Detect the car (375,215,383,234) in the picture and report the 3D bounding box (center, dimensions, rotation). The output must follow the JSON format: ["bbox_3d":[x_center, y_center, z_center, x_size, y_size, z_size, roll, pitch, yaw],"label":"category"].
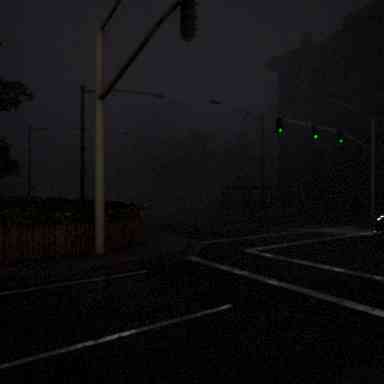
[{"bbox_3d":[11.353,1.313,15.906,2.097,1.767,4.553,0,0,-35],"label":"car"}]

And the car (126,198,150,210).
[{"bbox_3d":[-7.193,1.474,42.756,1.882,1.535,5.008,0,0,-35],"label":"car"}]

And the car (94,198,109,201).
[{"bbox_3d":[-11.457,1.490,42.652,2.128,1.511,4.902,0,0,-34],"label":"car"}]
